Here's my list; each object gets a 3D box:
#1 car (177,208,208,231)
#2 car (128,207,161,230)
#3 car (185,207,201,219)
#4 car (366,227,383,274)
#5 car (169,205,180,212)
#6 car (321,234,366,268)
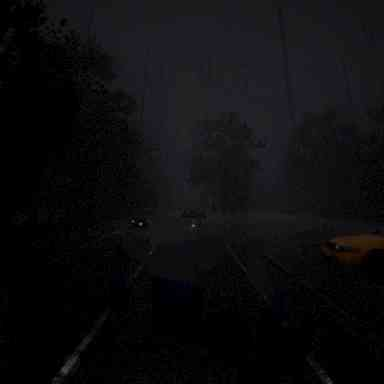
[{"bbox_3d":[0.098,2.005,23.972,1.895,1.301,4.718,0,-1,0],"label":"car"},{"bbox_3d":[-3.351,1.912,24.154,1.837,1.490,4.892,0,-1,0],"label":"car"},{"bbox_3d":[0.097,2.606,41.796,1.895,1.301,4.718,0,-2,0],"label":"car"},{"bbox_3d":[7.088,1.539,7.602,4.892,1.521,2.231,0,-1,0],"label":"car"},{"bbox_3d":[-3.267,3.269,64.916,1.994,1.385,4.181,1,-1,1],"label":"car"},{"bbox_3d":[6.898,1.572,10.371,5.366,1.575,1.946,0,-1,0],"label":"car"}]
